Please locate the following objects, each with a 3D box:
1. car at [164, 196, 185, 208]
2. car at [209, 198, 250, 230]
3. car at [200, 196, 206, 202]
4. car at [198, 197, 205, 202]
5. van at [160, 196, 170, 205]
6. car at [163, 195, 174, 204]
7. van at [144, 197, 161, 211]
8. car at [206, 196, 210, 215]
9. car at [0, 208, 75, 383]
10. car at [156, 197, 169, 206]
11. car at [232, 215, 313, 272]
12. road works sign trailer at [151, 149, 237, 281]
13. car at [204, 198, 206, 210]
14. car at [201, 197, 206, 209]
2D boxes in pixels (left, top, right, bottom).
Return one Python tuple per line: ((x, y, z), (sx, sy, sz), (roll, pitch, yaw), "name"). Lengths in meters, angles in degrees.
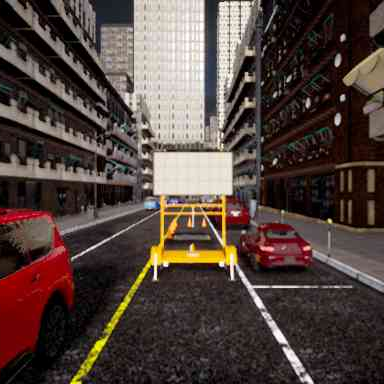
((-2.746, 1.482, 53.238), (2.150, 2.045, 5.566), (0, 0, 0), "car")
((2.556, 1.424, 21.865), (2.192, 1.841, 5.009), (-1, 0, 0), "car")
((2.562, 1.684, 49.609), (1.967, 1.590, 4.097), (-1, 0, 0), "car")
((2.568, 1.952, 88.622), (1.752, 1.417, 4.829), (-1, 0, 0), "car")
((-5.317, 1.664, 66.238), (1.690, 1.788, 3.998), (-1, 0, 0), "van")
((-5.316, 1.689, 77.337), (2.192, 1.841, 5.009), (-1, 0, 0), "car")
((-5.320, 1.558, 44.042), (1.690, 1.788, 3.998), (-1, 0, 0), "van")
((2.557, 1.451, 27.414), (2.192, 1.841, 5.009), (-1, 0, 0), "car")
((-2.850, 1.236, 2.856), (2.150, 2.045, 5.566), (0, 0, 0), "car")
((-5.317, 1.737, 60.689), (1.967, 1.590, 4.097), (-1, 0, 0), "car")
((2.558, 1.636, 10.766), (1.802, 1.307, 4.206), (-1, 0, 0), "car")
((0.032, 0.515, 10.022), (2.380, 3.560, 2.880), (0, 0, -1), "road works sign trailer")
((2.559, 1.603, 32.962), (1.967, 1.590, 4.097), (-1, 0, 0), "car")
((2.562, 1.743, 44.230), (1.752, 1.417, 4.829), (-1, 0, 0), "car")
